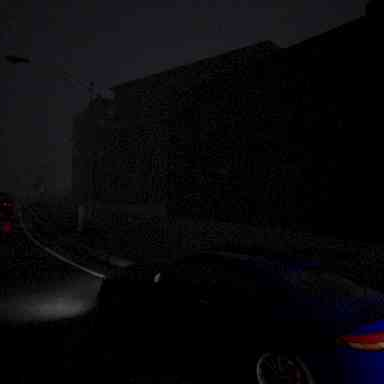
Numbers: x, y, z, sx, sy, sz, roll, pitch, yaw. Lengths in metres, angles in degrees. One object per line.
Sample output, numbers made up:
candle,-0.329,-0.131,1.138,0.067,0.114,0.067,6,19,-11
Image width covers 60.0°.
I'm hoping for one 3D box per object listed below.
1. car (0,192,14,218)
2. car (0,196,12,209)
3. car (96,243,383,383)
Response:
car,-15.742,1.001,26.878,2.150,2.045,5.566,1,0,-28
car,-23.117,1.199,40.688,1.812,1.442,4.674,1,0,-28
car,0.495,1.509,4.897,4.674,1.442,1.812,1,0,41
